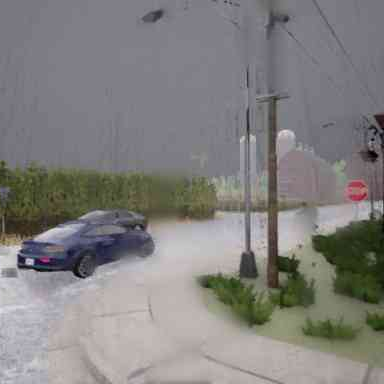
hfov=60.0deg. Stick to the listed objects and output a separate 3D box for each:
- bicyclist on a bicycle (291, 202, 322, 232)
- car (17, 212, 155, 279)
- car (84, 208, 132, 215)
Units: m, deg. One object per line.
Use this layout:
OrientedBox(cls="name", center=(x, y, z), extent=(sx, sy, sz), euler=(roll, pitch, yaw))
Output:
OrientedBox(cls="bicyclist on a bicycle", center=(6.055, 1.350, 17.455), extent=(1.656, 1.620, 0.582), euler=(-1, 0, 22))
OrientedBox(cls="car", center=(-3.021, 1.587, 10.386), extent=(1.812, 1.442, 4.674), euler=(-1, -1, 27))
OrientedBox(cls="car", center=(-4.238, 1.584, 15.924), extent=(1.837, 1.490, 4.892), euler=(0, 0, 36))
